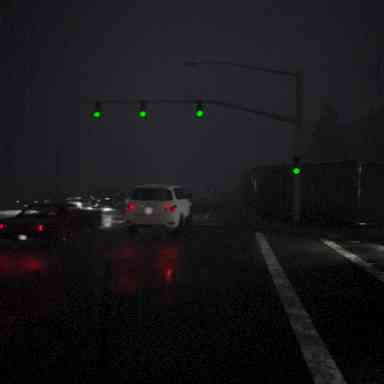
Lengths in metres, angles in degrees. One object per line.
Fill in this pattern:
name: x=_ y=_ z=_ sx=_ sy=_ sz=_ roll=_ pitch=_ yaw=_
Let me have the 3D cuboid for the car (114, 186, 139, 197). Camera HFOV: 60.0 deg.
car: x=-8.727 y=-0.133 z=44.561 sx=1.895 sy=1.301 sz=4.718 roll=1 pitch=2 yaw=7

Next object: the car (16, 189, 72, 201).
car: x=-10.957 y=0.468 z=25.088 sx=2.033 sy=1.411 sz=5.357 roll=1 pitch=2 yaw=6

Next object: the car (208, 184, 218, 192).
car: x=4.163 y=-0.742 z=65.023 sx=1.812 sy=1.442 sz=4.674 roll=1 pitch=2 yaw=6

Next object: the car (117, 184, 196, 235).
car: x=-1.307 y=0.661 z=15.066 sx=2.150 sy=2.045 sz=5.566 roll=1 pitch=2 yaw=6

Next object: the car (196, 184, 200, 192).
car: x=0.671 y=-0.780 z=65.287 sx=2.033 sy=1.411 sz=5.357 roll=1 pitch=2 yaw=6

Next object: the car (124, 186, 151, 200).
car: x=-6.027 y=0.079 z=37.523 sx=1.812 sy=1.442 sz=4.674 roll=1 pitch=2 yaw=6

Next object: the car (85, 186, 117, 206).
car: x=-7.052 y=0.362 z=28.494 sx=1.837 sy=1.490 sz=4.892 roll=1 pitch=2 yaw=6

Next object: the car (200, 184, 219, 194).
car: x=3.016 y=-0.428 z=54.688 sx=2.128 sy=1.511 sz=4.902 roll=1 pitch=2 yaw=6

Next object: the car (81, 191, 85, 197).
car: x=-9.861 y=0.071 z=34.799 sx=1.882 sy=1.535 sz=5.008 roll=1 pitch=2 yaw=7

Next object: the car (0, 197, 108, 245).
car: x=-5.097 y=1.073 z=12.708 sx=1.895 sy=1.301 sz=4.718 roll=1 pitch=2 yaw=6

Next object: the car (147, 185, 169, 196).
car: x=-4.792 y=-0.248 z=47.934 sx=2.033 sy=1.411 sz=5.357 roll=1 pitch=2 yaw=7
